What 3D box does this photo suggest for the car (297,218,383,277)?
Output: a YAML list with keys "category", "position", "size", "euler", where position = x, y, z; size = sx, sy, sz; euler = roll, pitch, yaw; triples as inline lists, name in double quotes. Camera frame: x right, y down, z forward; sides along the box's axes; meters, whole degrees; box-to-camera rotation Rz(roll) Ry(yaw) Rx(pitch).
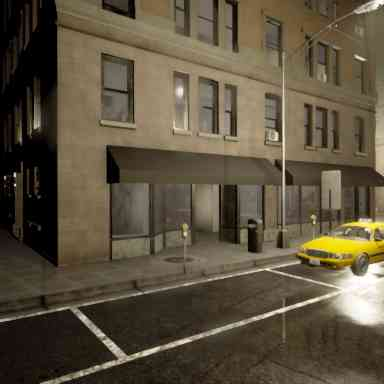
- category: "car"
  position: [5.218, 1.526, 10.242]
  size: [4.829, 1.417, 1.752]
  euler: [0, 0, -35]
